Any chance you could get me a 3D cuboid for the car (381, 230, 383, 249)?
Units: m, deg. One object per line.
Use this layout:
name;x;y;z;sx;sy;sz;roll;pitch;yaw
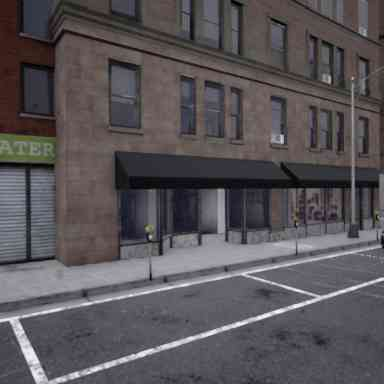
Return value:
car;9.139;1.562;13.061;4.507;1.381;1.887;0;-1;-35
